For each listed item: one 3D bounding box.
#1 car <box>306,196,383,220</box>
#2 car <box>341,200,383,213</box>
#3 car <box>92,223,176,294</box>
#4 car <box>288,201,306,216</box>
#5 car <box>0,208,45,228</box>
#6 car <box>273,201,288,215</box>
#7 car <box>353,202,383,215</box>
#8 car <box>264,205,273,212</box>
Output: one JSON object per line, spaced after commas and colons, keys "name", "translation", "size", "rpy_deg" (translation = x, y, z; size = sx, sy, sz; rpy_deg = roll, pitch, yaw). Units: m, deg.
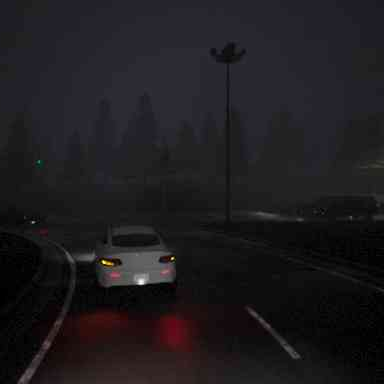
{"name": "car", "translation": [13.344, 1.357, 28.981], "size": [5.566, 2.045, 2.150], "rpy_deg": [0, 0, -7]}
{"name": "car", "translation": [20.785, 1.711, 40.417], "size": [4.674, 1.442, 1.812], "rpy_deg": [0, 0, -7]}
{"name": "car", "translation": [-1.675, 1.573, 8.971], "size": [1.812, 1.442, 4.674], "rpy_deg": [0, 0, -16]}
{"name": "car", "translation": [12.676, 1.374, 32.427], "size": [5.566, 2.045, 2.150], "rpy_deg": [0, 0, -7]}
{"name": "car", "translation": [-12.598, 1.732, 23.293], "size": [4.718, 1.301, 1.895], "rpy_deg": [0, 0, 29]}
{"name": "car", "translation": [11.590, 1.697, 35.799], "size": [4.674, 1.442, 1.812], "rpy_deg": [0, 0, -7]}
{"name": "car", "translation": [20.632, 1.768, 36.885], "size": [4.718, 1.301, 1.895], "rpy_deg": [0, 0, -7]}
{"name": "car", "translation": [11.265, 1.736, 39.306], "size": [5.357, 1.411, 2.033], "rpy_deg": [0, 0, -7]}
